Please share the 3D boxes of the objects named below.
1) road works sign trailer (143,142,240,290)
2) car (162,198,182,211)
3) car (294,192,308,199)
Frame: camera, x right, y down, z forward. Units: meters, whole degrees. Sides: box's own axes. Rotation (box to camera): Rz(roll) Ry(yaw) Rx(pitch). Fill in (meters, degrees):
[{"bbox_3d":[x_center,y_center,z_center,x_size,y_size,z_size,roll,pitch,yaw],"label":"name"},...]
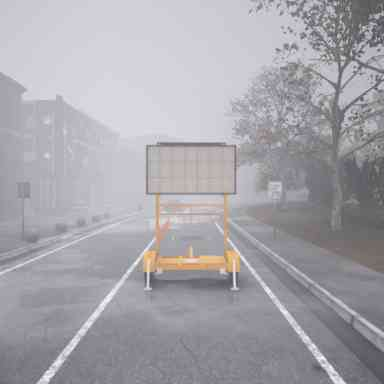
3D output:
[{"bbox_3d":[-0.020,0.467,9.035,2.380,3.560,2.880,0,0,0],"label":"road works sign trailer"},{"bbox_3d":[-2.387,1.517,40.539,1.837,1.490,4.892,0,0,6],"label":"car"},{"bbox_3d":[26.079,0.862,78.070,4.902,1.511,2.128,-2,0,-31],"label":"car"}]
